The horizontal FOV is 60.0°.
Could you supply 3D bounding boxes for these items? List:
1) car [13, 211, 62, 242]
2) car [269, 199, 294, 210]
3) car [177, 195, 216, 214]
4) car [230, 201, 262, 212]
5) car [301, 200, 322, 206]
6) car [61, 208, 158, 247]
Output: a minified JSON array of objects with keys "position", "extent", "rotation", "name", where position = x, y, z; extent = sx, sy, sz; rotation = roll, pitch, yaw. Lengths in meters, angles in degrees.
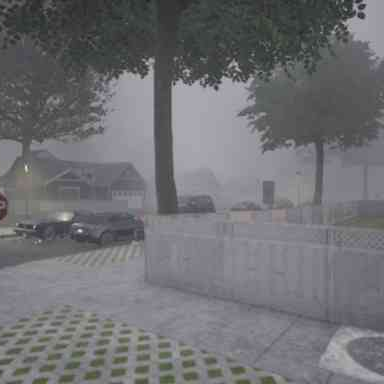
[{"position":[-6.227,1.596,16.654],"extent":[1.895,1.301,4.718],"rotation":[1,0,35],"name":"car"},{"position":[11.251,1.601,41.698],"extent":[2.128,1.511,4.902],"rotation":[1,0,35],"name":"car"},{"position":[-0.324,1.256,25.107],"extent":[2.150,2.045,5.566],"rotation":[1,0,35],"name":"car"},{"position":[5.436,1.635,33.412],"extent":[1.994,1.385,4.181],"rotation":[1,0,34],"name":"car"},{"position":[15.409,1.722,42.586],"extent":[1.994,1.385,4.181],"rotation":[1,0,35],"name":"car"},{"position":[-3.495,1.598,15.445],"extent":[1.994,1.385,4.181],"rotation":[1,0,35],"name":"car"}]
